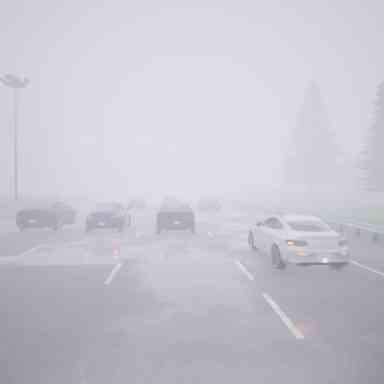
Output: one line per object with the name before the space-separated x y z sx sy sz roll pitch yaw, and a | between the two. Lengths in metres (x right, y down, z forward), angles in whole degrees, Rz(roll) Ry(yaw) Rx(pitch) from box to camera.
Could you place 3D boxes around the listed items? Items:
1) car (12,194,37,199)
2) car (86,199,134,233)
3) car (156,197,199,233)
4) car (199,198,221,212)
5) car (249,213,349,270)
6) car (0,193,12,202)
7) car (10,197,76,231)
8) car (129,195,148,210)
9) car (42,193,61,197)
car | -24.552 0.989 49.654 1.994 1.385 4.181 0 1 -5
car | -4.432 1.300 17.948 1.812 1.442 4.674 0 1 -4
car | -0.907 1.252 17.920 1.882 1.535 5.008 0 1 -4
car | 1.520 1.200 31.982 1.895 1.301 4.718 0 1 -4
car | 3.112 1.393 10.427 1.812 1.442 4.674 0 1 -3
car | -28.041 0.885 49.377 1.837 1.490 4.892 0 1 -5
car | -7.985 1.243 18.714 1.882 1.535 5.008 0 1 -4
car | -5.747 1.089 34.920 1.812 1.442 4.674 0 1 -5
car | -21.062 0.919 49.929 1.837 1.490 4.892 0 1 -5
